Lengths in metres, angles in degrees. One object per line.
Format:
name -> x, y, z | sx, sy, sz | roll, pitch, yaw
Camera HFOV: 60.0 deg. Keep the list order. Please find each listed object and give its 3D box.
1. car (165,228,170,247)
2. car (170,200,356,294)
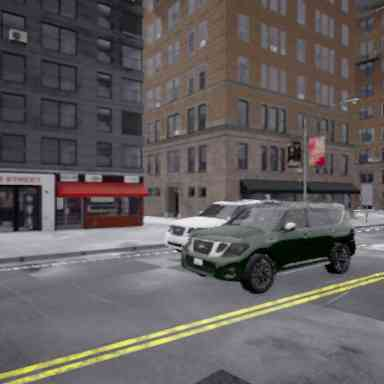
car -> 1.693, 1.327, 12.884 | 5.566, 2.045, 2.150 | 1, 0, -36
car -> 2.394, 1.309, 9.391 | 5.566, 2.045, 2.150 | 1, 0, -36
